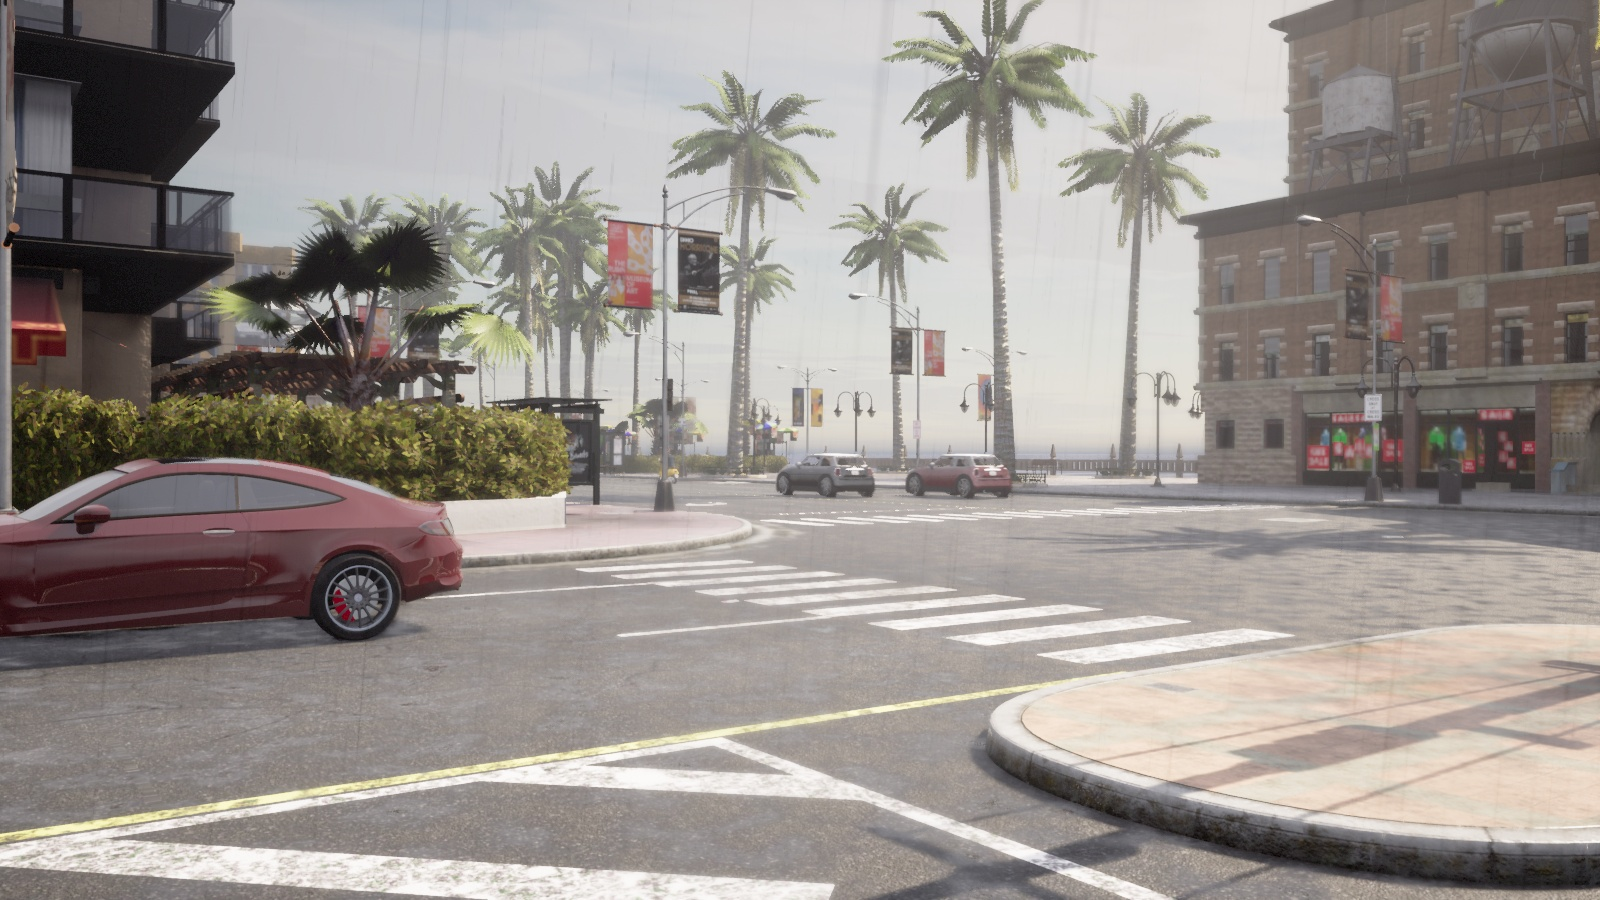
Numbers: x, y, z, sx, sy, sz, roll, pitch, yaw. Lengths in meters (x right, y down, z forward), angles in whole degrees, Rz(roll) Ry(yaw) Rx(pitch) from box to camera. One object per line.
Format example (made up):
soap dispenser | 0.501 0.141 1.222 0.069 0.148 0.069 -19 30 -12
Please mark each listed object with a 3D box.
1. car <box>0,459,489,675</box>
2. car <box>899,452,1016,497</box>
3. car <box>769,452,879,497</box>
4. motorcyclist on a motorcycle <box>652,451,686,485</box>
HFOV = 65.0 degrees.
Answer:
car | -5.027 0.805 9.873 4.674 1.442 1.812 0 0 -35
car | 5.362 0.804 43.171 1.970 1.475 3.806 0 0 -34
car | 0.802 0.815 43.639 1.970 1.475 3.806 0 0 -34
motorcyclist on a motorcycle | -6.327 0.859 60.378 0.866 1.590 1.817 0 0 -34
